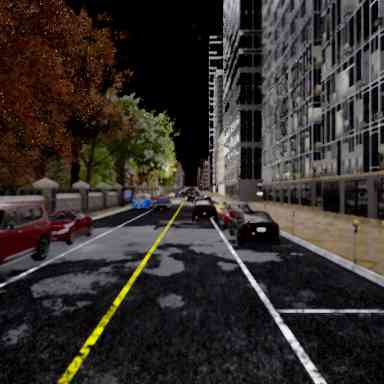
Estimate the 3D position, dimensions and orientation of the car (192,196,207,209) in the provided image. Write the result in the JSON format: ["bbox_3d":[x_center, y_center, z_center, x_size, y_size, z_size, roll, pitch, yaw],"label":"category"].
[{"bbox_3d":[0.901,1.259,41.728,1.837,1.490,4.892,0,0,0],"label":"car"}]

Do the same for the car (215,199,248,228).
[{"bbox_3d":[2.695,1.328,20.668,1.967,1.590,4.097,0,0,0],"label":"car"}]

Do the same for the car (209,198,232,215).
[{"bbox_3d":[2.696,1.343,32.204,1.752,1.417,4.829,0,0,0],"label":"car"}]

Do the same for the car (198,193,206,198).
[{"bbox_3d":[2.699,0.952,88.846,1.947,1.339,4.313,0,1,0],"label":"car"}]

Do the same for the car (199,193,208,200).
[{"bbox_3d":[2.699,1.028,77.484,1.887,1.381,4.507,0,0,0],"label":"car"}]

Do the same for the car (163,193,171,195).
[{"bbox_3d":[-5.683,1.119,66.139,1.887,1.381,4.507,0,0,0],"label":"car"}]

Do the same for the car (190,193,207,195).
[{"bbox_3d":[0.901,1.248,35.919,1.801,1.575,5.366,0,0,0],"label":"car"}]

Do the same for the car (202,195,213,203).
[{"bbox_3d":[2.697,1.200,60.441,1.802,1.307,4.206,0,0,0],"label":"car"}]

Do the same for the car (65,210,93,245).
[{"bbox_3d":[-5.687,1.503,14.992,1.802,1.307,4.206,0,0,0],"label":"car"}]

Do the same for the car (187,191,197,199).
[{"bbox_3d":[0.003,0.718,76.141,2.097,1.767,4.553,0,0,0],"label":"car"}]

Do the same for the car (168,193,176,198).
[{"bbox_3d":[-5.681,0.887,94.553,2.008,1.369,4.403,0,1,0],"label":"car"}]

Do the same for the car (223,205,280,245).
[{"bbox_3d":[2.694,1.487,14.988,1.947,1.339,4.313,0,0,0],"label":"car"}]

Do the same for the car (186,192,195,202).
[{"bbox_3d":[0.002,1.117,61.173,1.837,1.490,4.892,0,0,0],"label":"car"}]

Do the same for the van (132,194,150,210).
[{"bbox_3d":[-5.684,1.122,37.725,1.690,1.788,3.998,0,0,0],"label":"van"}]

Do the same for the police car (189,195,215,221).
[{"bbox_3d":[0.901,1.283,25.838,1.930,1.638,5.238,0,0,0],"label":"police car"}]

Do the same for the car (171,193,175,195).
[{"bbox_3d":[-5.682,1.034,77.506,2.008,1.369,4.403,0,0,0],"label":"car"}]

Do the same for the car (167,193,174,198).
[{"bbox_3d":[-5.681,0.913,88.700,1.752,1.417,4.829,0,0,0],"label":"car"}]

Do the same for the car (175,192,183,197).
[{"bbox_3d":[-2.997,0.836,78.537,1.812,1.442,4.674,0,0,0],"label":"car"}]

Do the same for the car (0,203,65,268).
[{"bbox_3d":[-5.686,1.267,9.309,2.192,1.841,5.009,0,0,0],"label":"car"}]

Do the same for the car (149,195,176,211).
[{"bbox_3d":[-3.096,1.336,36.625,2.033,1.411,5.357,0,0,0],"label":"car"}]
